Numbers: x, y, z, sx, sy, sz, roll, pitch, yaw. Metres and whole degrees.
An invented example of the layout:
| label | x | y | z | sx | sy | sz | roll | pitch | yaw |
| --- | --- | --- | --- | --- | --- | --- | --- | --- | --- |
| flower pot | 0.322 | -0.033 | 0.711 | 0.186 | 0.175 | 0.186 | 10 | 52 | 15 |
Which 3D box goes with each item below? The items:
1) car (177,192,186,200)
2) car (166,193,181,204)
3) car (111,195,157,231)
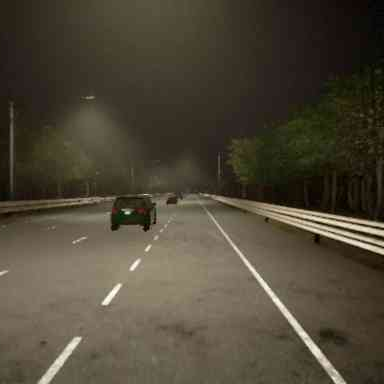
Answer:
| label | x | y | z | sx | sy | sz | roll | pitch | yaw |
| --- | --- | --- | --- | --- | --- | --- | --- | --- | --- |
| car | -3.521 | 1.129 | 89.581 | 2.150 | 2.045 | 5.566 | 0 | 0 | 0 |
| car | -3.513 | 1.466 | 59.856 | 1.812 | 1.442 | 4.674 | 0 | 0 | 0 |
| car | -3.504 | 1.220 | 20.773 | 2.150 | 2.045 | 5.566 | 0 | 0 | 0 |
